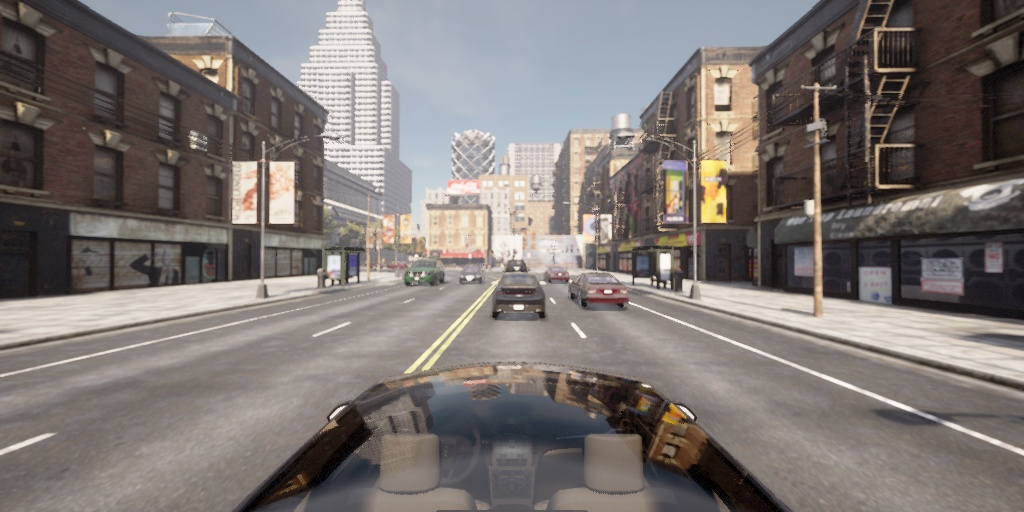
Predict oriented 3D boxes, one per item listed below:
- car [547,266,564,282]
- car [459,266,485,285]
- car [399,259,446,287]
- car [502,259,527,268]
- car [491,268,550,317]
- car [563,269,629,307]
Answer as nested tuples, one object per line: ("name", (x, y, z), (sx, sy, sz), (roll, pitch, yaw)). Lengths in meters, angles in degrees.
("car", (3.975, 1.658, 32.657), (2.033, 1.411, 5.357), (0, -1, -1))
("car", (-3.277, 1.567, 30.072), (2.128, 1.511, 4.902), (0, -1, -1))
("car", (-6.692, 1.272, 28.135), (2.150, 2.045, 5.566), (0, -1, 1))
("car", (0.257, 1.374, 36.446), (2.150, 2.045, 5.566), (0, -1, -4))
("car", (0.261, 1.397, 13.873), (1.837, 1.490, 4.892), (0, 0, 1))
("car", (3.816, 1.472, 16.562), (2.033, 1.411, 5.357), (0, -1, 1))
